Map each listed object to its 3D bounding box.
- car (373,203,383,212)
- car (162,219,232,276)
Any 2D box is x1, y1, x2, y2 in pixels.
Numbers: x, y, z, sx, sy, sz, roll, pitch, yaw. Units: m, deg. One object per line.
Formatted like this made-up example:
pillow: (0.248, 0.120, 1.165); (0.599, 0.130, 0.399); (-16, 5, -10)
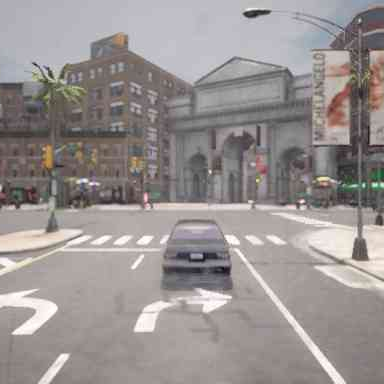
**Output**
car: (22.231, 1.607, 36.550); (4.181, 1.385, 1.994); (0, 0, 0)
car: (0.146, 1.559, 10.344); (2.033, 1.411, 5.357); (0, 0, 1)
